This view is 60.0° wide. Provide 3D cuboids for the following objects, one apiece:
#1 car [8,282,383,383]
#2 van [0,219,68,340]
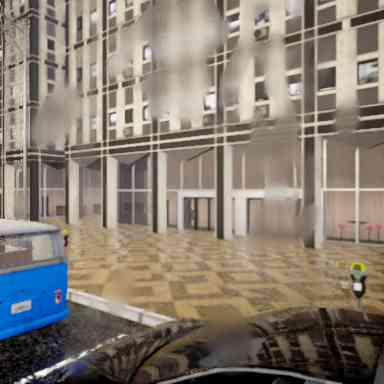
[{"bbox_3d":[0.819,1.564,2.294,4.313,1.339,1.947,0,0,35],"label":"car"},{"bbox_3d":[-3.816,1.320,5.601,3.998,1.788,1.690,0,0,36],"label":"van"}]
